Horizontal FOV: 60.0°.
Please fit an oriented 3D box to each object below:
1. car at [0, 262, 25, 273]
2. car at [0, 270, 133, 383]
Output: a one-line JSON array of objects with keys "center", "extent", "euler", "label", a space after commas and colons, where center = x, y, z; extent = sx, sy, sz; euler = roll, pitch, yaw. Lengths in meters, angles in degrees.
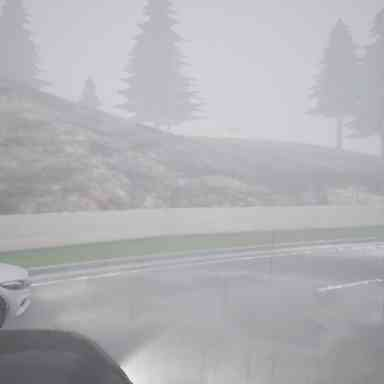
[{"center": [-4.838, 1.462, 4.636], "extent": [4.674, 1.442, 1.812], "euler": [0, 0, -37], "label": "car"}, {"center": [-2.300, 1.536, 1.794], "extent": [4.181, 1.385, 1.994], "euler": [0, 1, -36], "label": "car"}]
